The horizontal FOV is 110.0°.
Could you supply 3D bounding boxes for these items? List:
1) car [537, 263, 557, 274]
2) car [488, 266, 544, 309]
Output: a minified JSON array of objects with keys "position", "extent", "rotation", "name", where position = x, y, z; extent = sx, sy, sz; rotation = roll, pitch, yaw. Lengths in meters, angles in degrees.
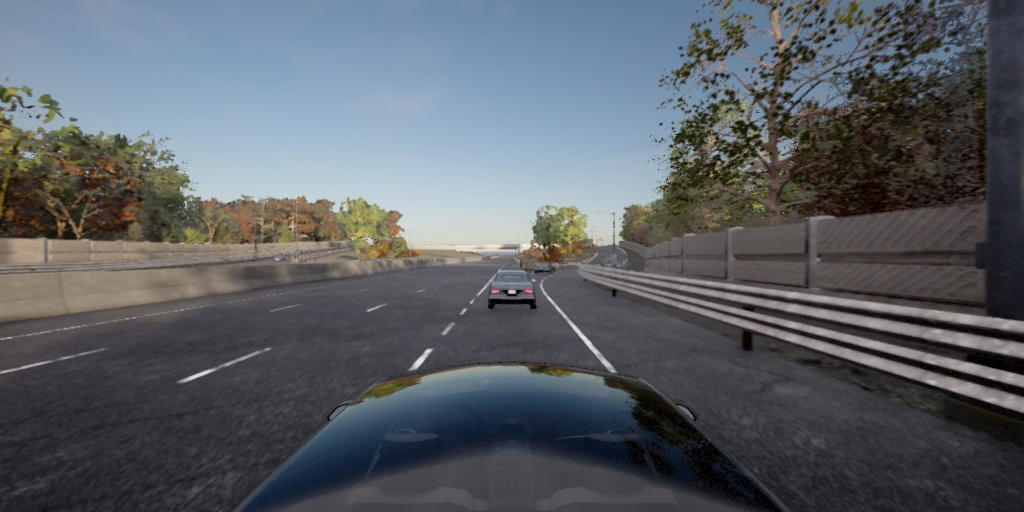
[{"position":[4.289,1.586,45.222],"extent":[2.033,1.411,5.357],"rotation":[0,-1,18],"name":"car"},{"position":[0.011,1.302,15.004],"extent":[2.033,1.411,5.357],"rotation":[0,0,0],"name":"car"}]
